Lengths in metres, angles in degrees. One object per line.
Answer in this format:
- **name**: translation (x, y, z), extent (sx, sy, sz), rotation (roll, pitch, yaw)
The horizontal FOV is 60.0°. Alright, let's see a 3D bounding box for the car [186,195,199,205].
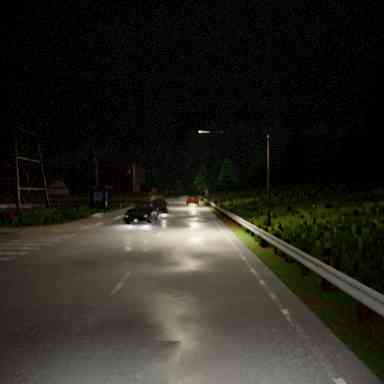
- **car**: translation (0.103, 1.334, 56.487), extent (2.097, 1.767, 4.553), rotation (0, 0, 0)

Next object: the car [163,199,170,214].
- **car**: translation (-3.551, 1.514, 35.829), extent (1.812, 1.442, 4.674), rotation (0, 0, 0)

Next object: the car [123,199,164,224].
- **car**: translation (-3.670, 1.539, 25.024), extent (2.033, 1.411, 5.357), rotation (0, 0, 3)
